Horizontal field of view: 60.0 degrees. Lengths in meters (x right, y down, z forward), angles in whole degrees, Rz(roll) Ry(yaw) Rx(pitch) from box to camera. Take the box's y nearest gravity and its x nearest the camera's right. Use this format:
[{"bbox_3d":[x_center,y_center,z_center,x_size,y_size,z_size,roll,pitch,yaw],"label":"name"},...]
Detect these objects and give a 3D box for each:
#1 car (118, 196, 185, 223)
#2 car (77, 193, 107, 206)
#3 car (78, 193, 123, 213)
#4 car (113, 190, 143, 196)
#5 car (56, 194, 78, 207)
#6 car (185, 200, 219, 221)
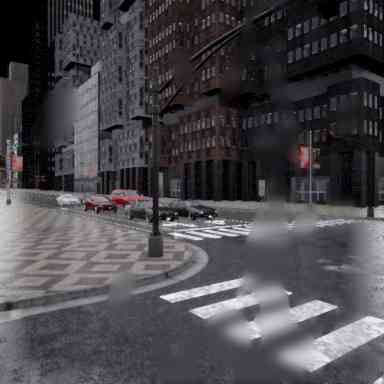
[{"bbox_3d":[-2.998,1.284,23.236,2.033,1.411,5.357,0,1,-35],"label":"car"},{"bbox_3d":[-12.769,0.922,42.208,2.128,1.511,4.902,0,1,-36],"label":"car"},{"bbox_3d":[-8.599,1.080,30.918,1.882,1.535,5.008,0,1,-36],"label":"car"},{"bbox_3d":[-6.351,0.811,33.354,2.150,2.045,5.566,0,1,-36],"label":"car"},{"bbox_3d":[-14.588,0.981,39.155,1.812,1.442,4.674,0,1,-36],"label":"car"},{"bbox_3d":[-0.393,1.280,25.095,2.033,1.411,5.357,0,1,-39],"label":"car"}]
